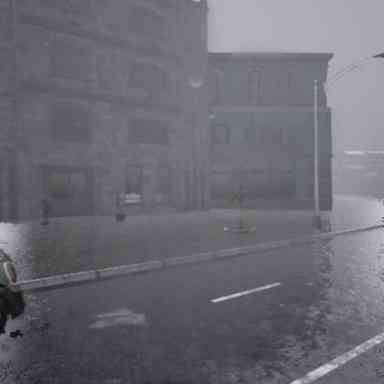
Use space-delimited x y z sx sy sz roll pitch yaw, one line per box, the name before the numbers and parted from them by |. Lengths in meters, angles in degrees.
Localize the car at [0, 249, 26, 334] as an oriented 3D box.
car | -4.970 1.363 4.705 4.553 1.767 2.097 0 0 -36
